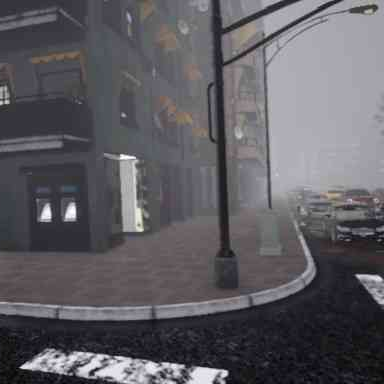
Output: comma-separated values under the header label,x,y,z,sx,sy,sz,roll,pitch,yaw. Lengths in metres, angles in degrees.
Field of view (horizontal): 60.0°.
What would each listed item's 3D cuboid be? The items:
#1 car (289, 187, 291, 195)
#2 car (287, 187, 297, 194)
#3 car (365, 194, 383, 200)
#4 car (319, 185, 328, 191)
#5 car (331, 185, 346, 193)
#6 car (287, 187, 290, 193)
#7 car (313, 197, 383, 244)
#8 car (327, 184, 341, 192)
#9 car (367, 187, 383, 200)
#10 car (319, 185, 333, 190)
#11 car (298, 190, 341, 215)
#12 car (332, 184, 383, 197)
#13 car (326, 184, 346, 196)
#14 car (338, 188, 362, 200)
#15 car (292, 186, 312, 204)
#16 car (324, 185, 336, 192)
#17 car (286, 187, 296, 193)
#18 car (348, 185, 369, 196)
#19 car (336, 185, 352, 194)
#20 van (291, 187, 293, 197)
label,x,y,z,sx,sy,sz,roll,pitch,yaw
car,14.555,0.314,45.030,1.802,1.307,4.206,-2,1,15
car,21.576,-0.397,71.778,2.008,1.369,4.403,-2,1,15
car,8.960,0.987,13.526,2.033,1.411,5.357,-2,1,15
car,33.931,-1.135,85.857,1.752,1.417,4.829,-2,1,15
car,28.270,-0.570,64.295,2.008,1.369,4.403,-2,1,15
car,17.358,-0.102,55.728,1.967,1.590,4.097,-2,1,15
car,6.128,1.118,12.932,2.008,1.369,4.403,-2,1,15
car,29.670,-0.815,69.642,1.967,1.590,4.097,-2,1,15
car,21.249,0.145,37.546,1.802,1.307,4.206,-2,1,15
car,14.131,0.404,33.143,1.882,1.535,5.008,-2,1,15
car,8.936,0.838,23.632,2.008,1.369,4.403,-2,1,15
car,11.521,0.535,23.301,2.097,1.767,4.553,-2,1,15
car,22.050,-0.321,51.214,2.097,1.767,4.553,-2,1,15
car,19.598,0.175,41.459,1.895,1.301,4.718,-2,1,15
car,11.741,0.449,34.329,1.967,1.590,4.097,-2,1,15
car,31.079,-0.839,74.994,2.008,1.369,4.403,-2,1,15
car,22.981,-0.531,77.128,2.008,1.369,4.403,-2,1,15
car,24.099,-0.192,48.410,1.752,1.417,4.829,-2,1,15
car,26.866,-0.441,58.945,1.887,1.381,4.507,-2,1,15
van,13.141,0.212,39.678,1.690,1.788,3.998,-2,1,15
